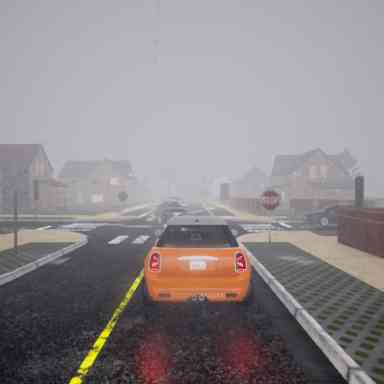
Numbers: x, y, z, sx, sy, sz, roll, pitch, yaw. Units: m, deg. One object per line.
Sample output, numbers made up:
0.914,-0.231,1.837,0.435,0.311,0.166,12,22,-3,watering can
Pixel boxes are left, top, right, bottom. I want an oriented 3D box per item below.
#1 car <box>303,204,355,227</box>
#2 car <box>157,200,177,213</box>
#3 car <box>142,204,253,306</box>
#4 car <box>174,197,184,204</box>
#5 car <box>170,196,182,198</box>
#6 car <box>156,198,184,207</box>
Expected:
10.265,1.578,23.101,4.892,1.490,1.837,0,0,-2,car
-2.827,1.662,38.395,1.895,1.301,4.718,0,0,0,car
0.105,1.352,8.162,2.097,1.767,4.553,0,0,0,car
-2.720,1.748,68.700,1.812,1.442,4.674,0,-1,0,car
-2.797,1.477,52.154,2.097,1.767,4.553,0,0,0,car
-1.703,1.505,26.104,2.128,1.511,4.902,0,0,-17,car
